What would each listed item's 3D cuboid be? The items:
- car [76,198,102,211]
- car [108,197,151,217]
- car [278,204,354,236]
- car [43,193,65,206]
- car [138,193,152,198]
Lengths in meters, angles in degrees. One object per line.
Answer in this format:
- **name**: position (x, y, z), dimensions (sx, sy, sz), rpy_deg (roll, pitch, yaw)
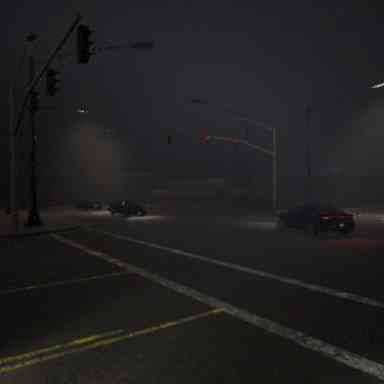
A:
- **car**: position (-12.382, 1.432, 39.845), dimensions (2.128, 1.511, 4.902), rpy_deg (-1, 0, -37)
- **car**: position (-6.205, 1.485, 31.533), dimensions (2.033, 1.411, 5.357), rpy_deg (-1, 0, -37)
- **car**: position (6.360, 1.362, 17.704), dimensions (1.882, 1.535, 5.008), rpy_deg (0, 0, -12)
- **car**: position (-21.963, 1.166, 52.770), dimensions (2.150, 2.045, 5.566), rpy_deg (-1, 0, -36)
- **car**: position (-10.186, 0.966, 76.891), dimensions (4.611, 1.667, 2.242), rpy_deg (-1, 0, -35)
